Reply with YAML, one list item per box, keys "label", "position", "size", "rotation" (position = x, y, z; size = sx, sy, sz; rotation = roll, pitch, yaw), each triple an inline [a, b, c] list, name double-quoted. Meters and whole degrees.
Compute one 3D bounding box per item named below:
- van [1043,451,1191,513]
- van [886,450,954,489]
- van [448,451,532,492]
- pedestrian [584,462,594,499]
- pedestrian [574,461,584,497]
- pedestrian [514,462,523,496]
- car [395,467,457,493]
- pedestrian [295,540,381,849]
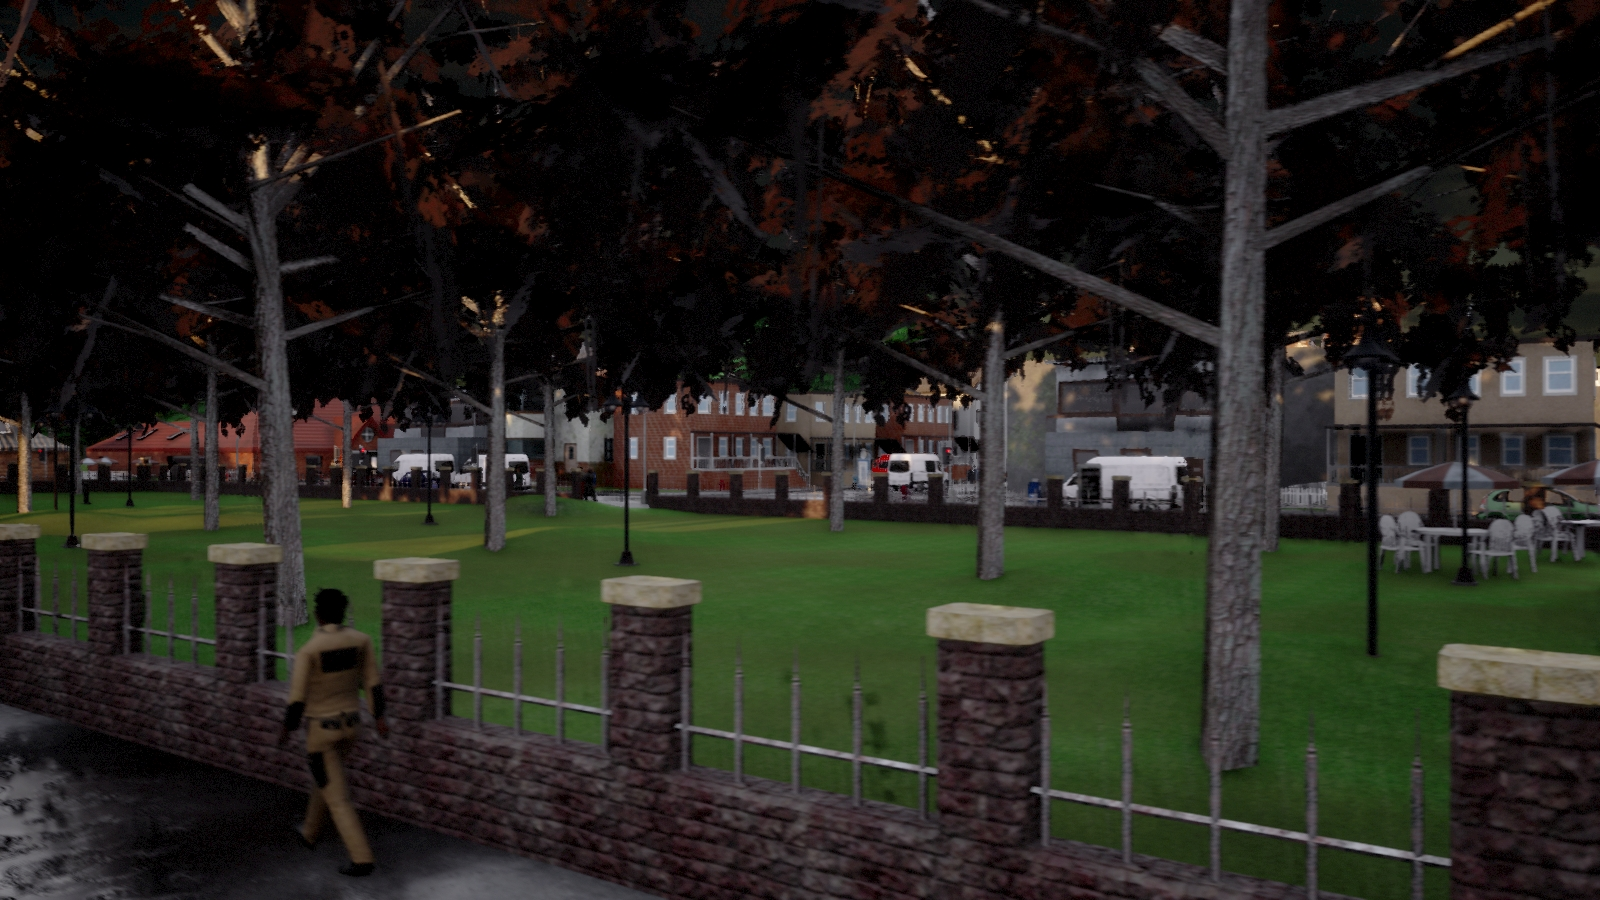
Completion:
- label: "van"
  position: [13.789, 1.314, 49.864]
  size: [5.915, 2.561, 1.988]
  rotation: [0, 0, 35]
- label: "van"
  position: [8.266, 1.313, 78.331]
  size: [1.988, 2.561, 5.915]
  rotation: [0, 0, 36]
- label: "van"
  position: [-19.768, 1.313, 72.716]
  size: [5.915, 2.561, 1.988]
  rotation: [0, 0, 38]
- label: "pedestrian"
  position: [-10.655, 1.524, 57.703]
  size: [0.375, 1.860, 0.375]
  rotation: [0, 0, 43]
- label: "pedestrian"
  position: [-11.524, 1.524, 59.641]
  size: [0.375, 1.860, 0.375]
  rotation: [0, 0, -35]
- label: "pedestrian"
  position: [-15.784, 1.628, 64.092]
  size: [0.375, 1.860, 0.375]
  rotation: [0, 0, 38]
- label: "car"
  position: [-23.152, 1.817, 70.703]
  size: [3.633, 1.501, 1.845]
  rotation: [0, 0, 36]
- label: "pedestrian"
  position: [-2.950, 1.525, 7.298]
  size: [0.375, 1.860, 0.375]
  rotation: [0, 0, 40]
